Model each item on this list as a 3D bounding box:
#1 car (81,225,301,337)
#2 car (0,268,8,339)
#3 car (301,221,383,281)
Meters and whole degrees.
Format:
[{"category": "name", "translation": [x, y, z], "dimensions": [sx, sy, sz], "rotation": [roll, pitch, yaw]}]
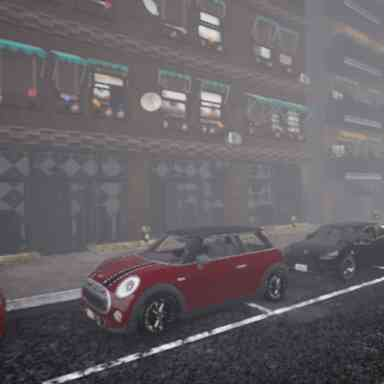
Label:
[{"category": "car", "translation": [-0.024, 1.443, 6.555], "dimensions": [4.097, 1.590, 1.967], "rotation": [0, -1, -35]}, {"category": "car", "translation": [-4.637, 1.315, 3.270], "dimensions": [5.009, 1.841, 2.192], "rotation": [0, -1, -35]}, {"category": "car", "translation": [4.590, 1.573, 9.839], "dimensions": [4.313, 1.339, 1.947], "rotation": [0, -1, -35]}]
